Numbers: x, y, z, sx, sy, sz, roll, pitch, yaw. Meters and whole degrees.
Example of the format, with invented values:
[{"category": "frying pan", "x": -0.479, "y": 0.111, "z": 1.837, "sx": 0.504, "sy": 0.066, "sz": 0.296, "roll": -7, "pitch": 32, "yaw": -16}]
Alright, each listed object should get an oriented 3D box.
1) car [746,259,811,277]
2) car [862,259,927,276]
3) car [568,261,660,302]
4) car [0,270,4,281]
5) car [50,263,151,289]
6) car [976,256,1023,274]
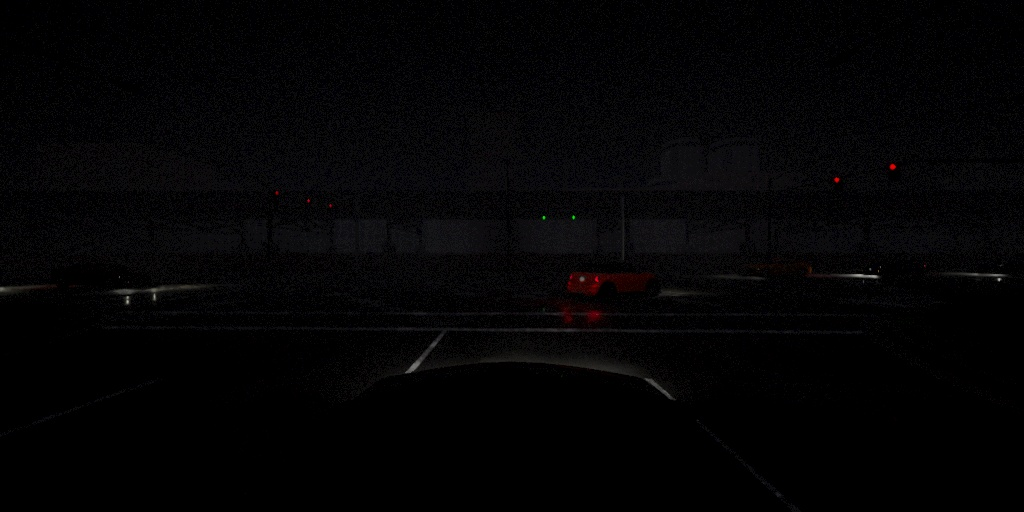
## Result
[{"category": "car", "x": 23.283, "y": 0.997, "z": 31.459, "sx": 5.008, "sy": 1.535, "sz": 1.882, "roll": -1, "pitch": 0, "yaw": 2}, {"category": "car", "x": 33.192, "y": 0.963, "z": 31.190, "sx": 4.181, "sy": 1.385, "sz": 1.994, "roll": -1, "pitch": 0, "yaw": 1}, {"category": "car", "x": 4.842, "y": 1.026, "z": 16.752, "sx": 4.553, "sy": 1.767, "sz": 2.097, "roll": 0, "pitch": 1, "yaw": -33}, {"category": "car", "x": -35.524, "y": 0.909, "z": 22.384, "sx": 5.566, "sy": 2.045, "sz": 2.150, "roll": 0, "pitch": 0, "yaw": 2}, {"category": "car", "x": -25.192, "y": 1.165, "z": 22.063, "sx": 5.008, "sy": 1.535, "sz": 1.882, "roll": 0, "pitch": 0, "yaw": 2}, {"category": "car", "x": 43.195, "y": 0.763, "z": 30.909, "sx": 4.674, "sy": 1.442, "sz": 1.812, "roll": -1, "pitch": 0, "yaw": 2}]
